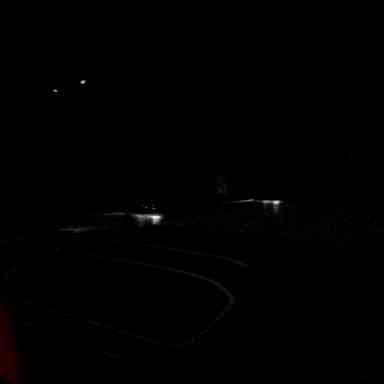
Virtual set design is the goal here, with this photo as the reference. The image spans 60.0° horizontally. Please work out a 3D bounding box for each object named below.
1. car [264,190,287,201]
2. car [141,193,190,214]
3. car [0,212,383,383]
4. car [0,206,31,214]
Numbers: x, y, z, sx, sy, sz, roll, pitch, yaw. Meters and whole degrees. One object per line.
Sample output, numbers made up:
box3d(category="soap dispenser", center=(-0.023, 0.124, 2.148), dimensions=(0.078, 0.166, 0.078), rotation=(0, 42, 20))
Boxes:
box3d(category="car", center=(11.767, 0.397, 46.656), dimensions=(1.812, 1.442, 4.674), rotation=(0, 1, 36))
box3d(category="car", center=(-2.108, 0.907, 27.508), dimensions=(1.837, 1.490, 4.892), rotation=(0, 2, 36))
box3d(category="car", center=(-0.788, 1.301, 3.528), dimensions=(5.009, 1.841, 2.192), rotation=(0, 0, 36))
box3d(category="car", center=(-8.023, 1.281, 14.007), dimensions=(2.033, 1.411, 5.357), rotation=(0, 2, 36))
